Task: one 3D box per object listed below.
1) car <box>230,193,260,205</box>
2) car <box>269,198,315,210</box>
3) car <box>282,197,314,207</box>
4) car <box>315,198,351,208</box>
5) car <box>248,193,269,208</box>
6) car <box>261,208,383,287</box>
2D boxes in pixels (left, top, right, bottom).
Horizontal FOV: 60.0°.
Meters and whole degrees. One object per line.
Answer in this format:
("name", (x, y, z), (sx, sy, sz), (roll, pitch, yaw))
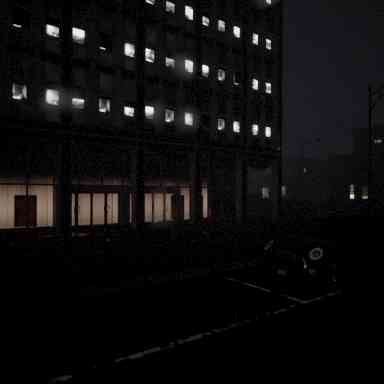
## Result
("car", (9.137, 1.168, 57.590), (2.192, 1.841, 5.009), (1, 0, -35))
("car", (11.692, 1.427, 39.163), (2.008, 1.369, 4.403), (1, 0, -35))
("car", (15.435, 1.481, 48.483), (1.802, 1.307, 4.206), (1, 0, -35))
("car", (18.489, 1.447, 44.069), (1.752, 1.417, 4.829), (1, 0, -35))
("car", (8.544, 1.168, 43.717), (2.192, 1.841, 5.009), (1, 0, -35))
("car", (3.820, 1.441, 9.288), (4.097, 1.590, 1.967), (0, 0, -36))
